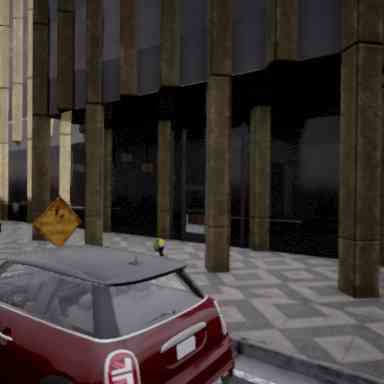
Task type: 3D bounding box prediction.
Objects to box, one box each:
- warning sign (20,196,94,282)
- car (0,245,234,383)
[{"bbox_3d":[-3.275,1.039,8.136,1.060,1.860,1.300,1,0,36],"label":"warning sign"},{"bbox_3d":[-1.632,1.402,4.126,4.097,1.590,1.967,1,1,36],"label":"car"}]
